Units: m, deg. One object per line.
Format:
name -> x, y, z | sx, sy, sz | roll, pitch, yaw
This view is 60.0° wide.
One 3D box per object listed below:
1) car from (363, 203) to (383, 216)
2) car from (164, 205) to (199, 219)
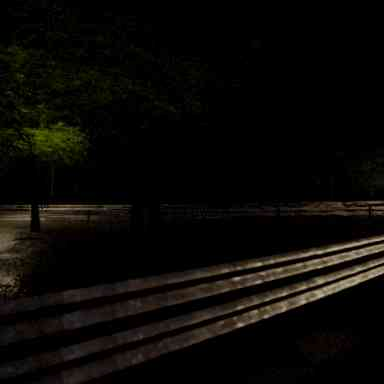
car -> 24.128, 2.167, 42.139 | 4.674, 1.442, 1.812 | -1, 0, -2
car -> -0.999, 2.437, 41.122 | 4.892, 1.490, 1.837 | -1, 0, -2
